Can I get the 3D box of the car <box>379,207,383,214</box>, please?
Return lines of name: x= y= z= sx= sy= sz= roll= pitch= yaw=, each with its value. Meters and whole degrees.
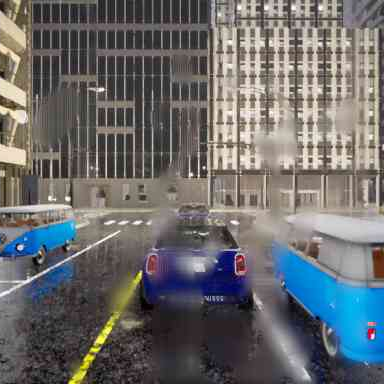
car: x=18.984 y=1.490 z=29.035 sx=4.829 sy=1.417 sz=1.752 roll=0 pitch=0 yaw=0

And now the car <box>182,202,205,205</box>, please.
car: x=0.088 y=1.359 z=18.015 sx=2.097 sy=1.767 sz=4.553 roll=0 pitch=0 yaw=0

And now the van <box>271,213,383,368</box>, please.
van: x=2.559 y=1.343 z=5.615 sx=1.690 sy=1.788 sz=3.998 roll=0 pitch=0 yaw=0

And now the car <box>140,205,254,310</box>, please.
car: x=0.085 y=1.354 z=7.988 sx=2.097 sy=1.767 sz=4.553 roll=0 pitch=0 yaw=0

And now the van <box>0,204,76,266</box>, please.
van: x=-5.333 y=1.345 z=11.283 sx=1.690 sy=1.788 sz=3.998 roll=0 pitch=0 yaw=0
